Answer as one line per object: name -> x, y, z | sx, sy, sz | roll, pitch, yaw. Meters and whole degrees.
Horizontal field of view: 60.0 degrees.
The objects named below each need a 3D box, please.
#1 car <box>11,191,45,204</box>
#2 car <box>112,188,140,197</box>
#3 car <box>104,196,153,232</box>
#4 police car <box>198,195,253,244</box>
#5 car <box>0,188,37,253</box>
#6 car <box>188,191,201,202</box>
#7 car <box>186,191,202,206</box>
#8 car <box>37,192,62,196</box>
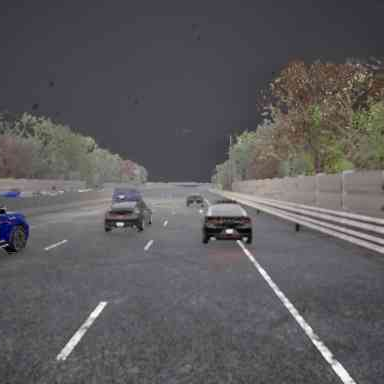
car -> -20.732, 0.697, 42.329 | 1.837, 1.490, 4.892 | 0, 1, 1
car -> -6.616, 0.574, 34.001 | 2.150, 2.045, 5.566 | 0, 1, 0
car -> -3.245, 1.167, 17.540 | 1.837, 1.490, 4.892 | 0, 1, 0
police car -> 1.354, 1.148, 14.404 | 1.930, 1.638, 5.238 | 0, 1, 0
car -> -6.816, 1.035, 9.299 | 2.150, 2.045, 5.566 | 0, 1, 0
car -> 0.415, 0.576, 49.417 | 1.837, 1.490, 4.892 | 0, 1, 0
car -> 0.357, 0.796, 37.503 | 1.837, 1.490, 4.892 | 0, 1, 1
car -> -17.243, 0.777, 41.324 | 1.994, 1.385, 4.181 | 0, 1, 1
